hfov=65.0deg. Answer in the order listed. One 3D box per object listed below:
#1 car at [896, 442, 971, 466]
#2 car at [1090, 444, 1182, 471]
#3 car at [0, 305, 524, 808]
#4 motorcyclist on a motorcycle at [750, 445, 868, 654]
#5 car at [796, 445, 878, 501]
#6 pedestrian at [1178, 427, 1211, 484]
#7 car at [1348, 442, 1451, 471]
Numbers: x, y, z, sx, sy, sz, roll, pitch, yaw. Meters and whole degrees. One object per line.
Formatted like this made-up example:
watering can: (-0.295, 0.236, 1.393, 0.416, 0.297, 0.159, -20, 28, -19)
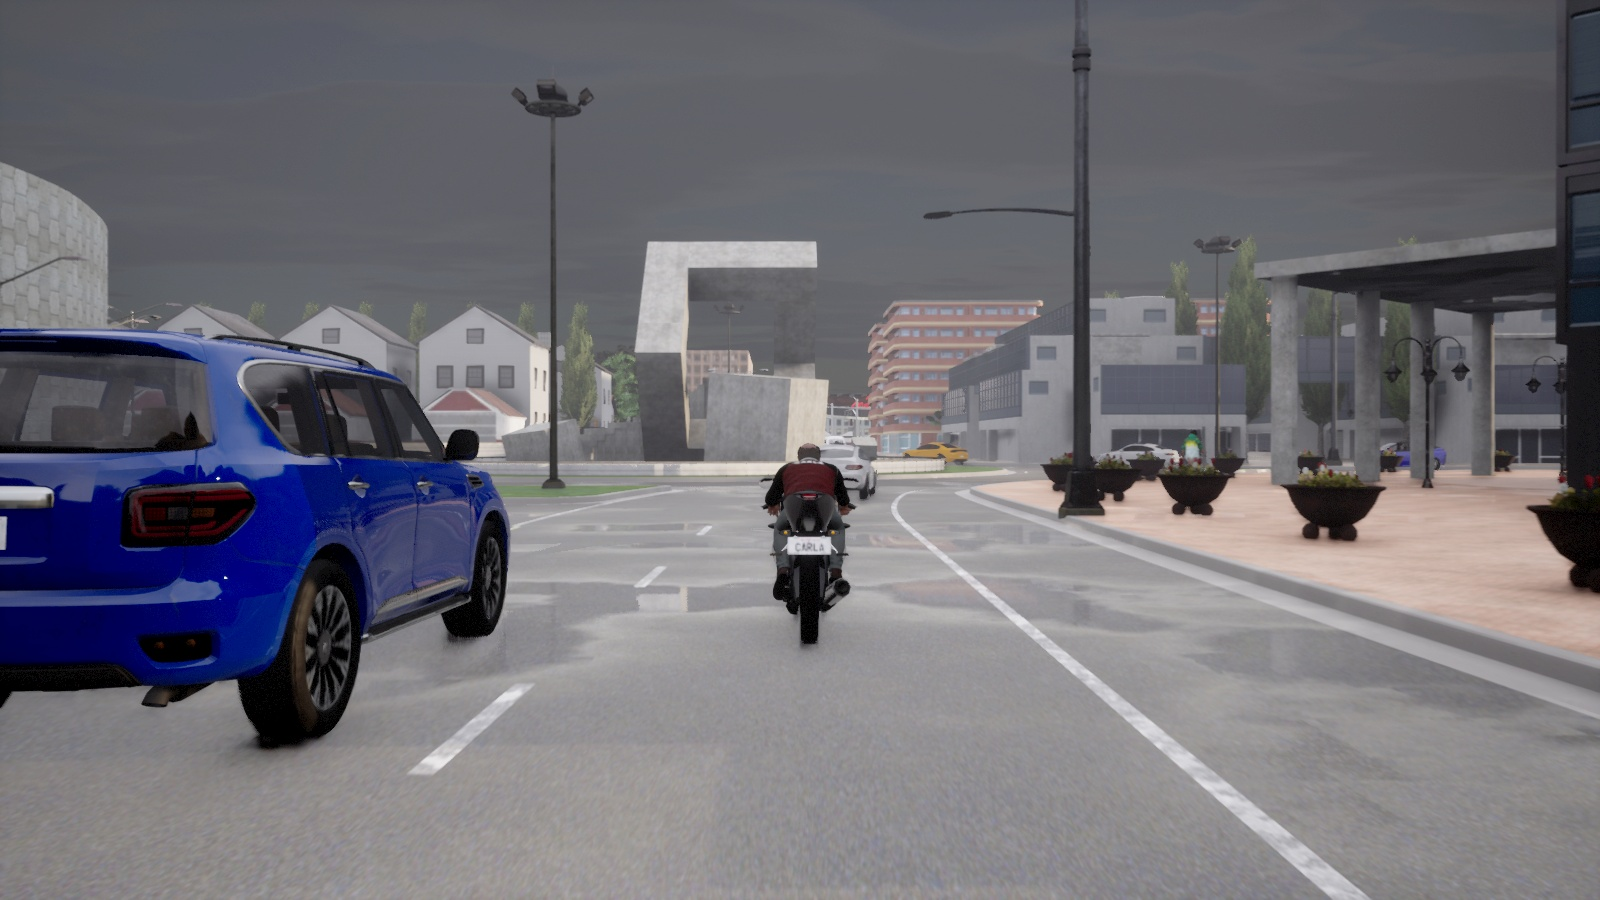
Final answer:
car: (8.833, 0.262, 83.233, 1.882, 1.535, 5.008, 0, 0, -41)
car: (18.850, 0.390, 70.595, 4.674, 1.442, 1.812, 0, 1, 32)
car: (-3.440, 0.418, 7.894, 2.150, 2.045, 5.566, 0, 0, 0)
motorcyclist on a motorcycle: (0.074, 0.723, 10.297, 0.866, 1.530, 2.191, 0, 0, 0)
car: (1.092, 0.577, 34.852, 1.812, 1.442, 4.674, 0, 0, 7)
pedestrian: (13.524, 0.180, 43.048, 0.873, 1.952, 0.659, 0, 0, -28)
car: (31.869, 0.342, 66.855, 4.514, 1.525, 2.007, 0, 0, 2)
